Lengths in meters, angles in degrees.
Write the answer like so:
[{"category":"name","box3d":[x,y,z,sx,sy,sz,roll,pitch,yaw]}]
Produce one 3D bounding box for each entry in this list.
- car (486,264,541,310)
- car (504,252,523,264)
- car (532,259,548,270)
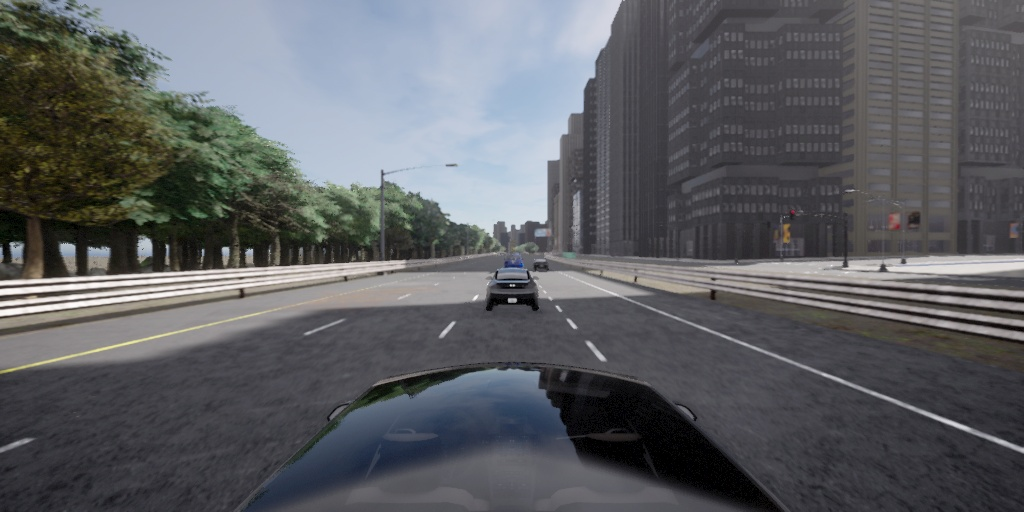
[{"category":"car","box3d":[0.019,1.237,14.490,1.837,1.490,4.892,0,0,0]},{"category":"car","box3d":[0.185,0.848,43.277,2.150,2.045,5.566,0,0,1]},{"category":"car","box3d":[3.837,1.084,48.662,1.882,1.535,5.008,0,0,1]}]
